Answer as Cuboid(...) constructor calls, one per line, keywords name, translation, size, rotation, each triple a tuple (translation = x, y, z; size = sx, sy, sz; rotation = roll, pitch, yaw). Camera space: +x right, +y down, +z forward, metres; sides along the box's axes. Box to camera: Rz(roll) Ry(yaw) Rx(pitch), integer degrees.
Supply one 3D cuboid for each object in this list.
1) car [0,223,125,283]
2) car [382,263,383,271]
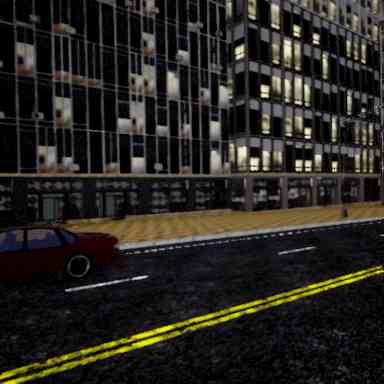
Cuboid(name="car", translation=(-4.475, 1.538, 8.423), size=(5.357, 1.411, 2.033), rotation=(-1, 0, -35))
Cuboid(name="car", translation=(6.824, 1.466, 8.314), size=(5.357, 1.411, 2.033), rotation=(-1, 0, -36))
